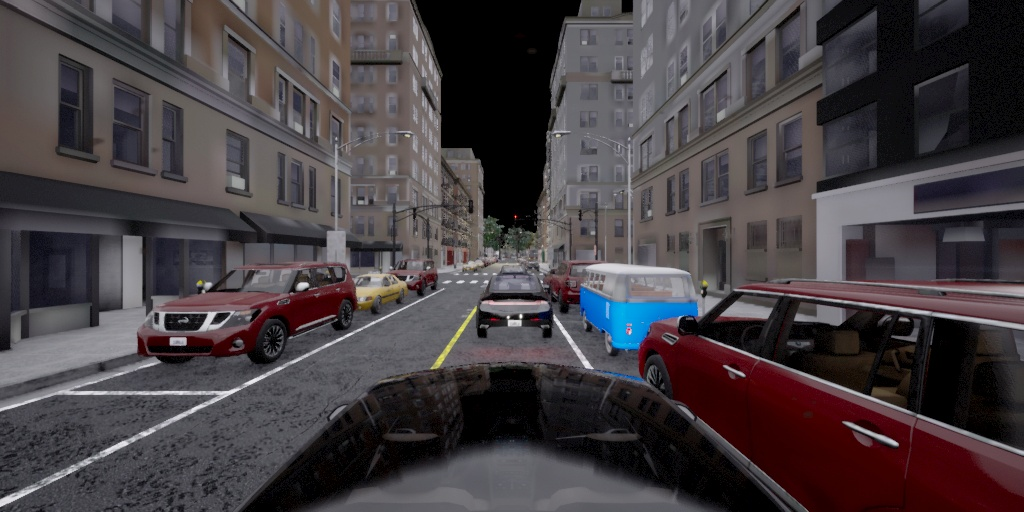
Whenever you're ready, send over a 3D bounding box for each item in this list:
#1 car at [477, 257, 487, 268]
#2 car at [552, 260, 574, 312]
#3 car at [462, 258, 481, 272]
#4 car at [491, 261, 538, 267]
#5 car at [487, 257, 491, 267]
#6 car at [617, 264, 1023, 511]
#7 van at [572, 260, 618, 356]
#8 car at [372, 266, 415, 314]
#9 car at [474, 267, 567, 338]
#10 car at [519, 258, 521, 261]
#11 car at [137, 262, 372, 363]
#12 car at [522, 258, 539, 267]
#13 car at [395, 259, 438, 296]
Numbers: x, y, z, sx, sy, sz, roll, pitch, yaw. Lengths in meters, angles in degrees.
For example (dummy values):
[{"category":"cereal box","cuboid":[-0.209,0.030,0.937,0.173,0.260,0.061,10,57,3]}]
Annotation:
[{"category":"car","cuboid":[-5.395,1.273,57.467,1.751,1.417,4.829,0,0,0]},{"category":"car","cuboid":[2.641,1.064,13.984,2.192,1.841,5.009,0,0,0]},{"category":"car","cuboid":[-5.403,1.273,46.504,1.751,1.417,4.829,0,0,0]},{"category":"car","cuboid":[0.074,1.241,20.229,2.128,1.511,4.902,0,0,-1]},{"category":"car","cuboid":[-5.392,1.062,63.119,2.192,1.841,5.009,0,0,0]},{"category":"car","cuboid":[2.638,1.065,2.626,2.192,1.841,5.009,0,0,0]},{"category":"van","cuboid":[2.639,1.091,8.305,1.690,1.789,3.998,0,0,0]},{"category":"car","cuboid":[-5.397,1.275,13.817,1.751,1.417,4.829,0,0,0]},{"category":"car","cuboid":[0.075,1.241,10.178,2.128,1.511,4.902,0,0,0]},{"category":"car","cuboid":[2.654,1.298,57.635,2.007,1.370,4.403,0,0,0]},{"category":"car","cuboid":[-5.397,1.065,8.310,2.192,1.841,5.009,0,0,0]},{"category":"car","cuboid":[2.651,1.298,46.671,2.007,1.370,4.403,0,0,0]},{"category":"car","cuboid":[-5.396,1.064,19.666,2.192,1.841,5.009,0,0,0]}]
